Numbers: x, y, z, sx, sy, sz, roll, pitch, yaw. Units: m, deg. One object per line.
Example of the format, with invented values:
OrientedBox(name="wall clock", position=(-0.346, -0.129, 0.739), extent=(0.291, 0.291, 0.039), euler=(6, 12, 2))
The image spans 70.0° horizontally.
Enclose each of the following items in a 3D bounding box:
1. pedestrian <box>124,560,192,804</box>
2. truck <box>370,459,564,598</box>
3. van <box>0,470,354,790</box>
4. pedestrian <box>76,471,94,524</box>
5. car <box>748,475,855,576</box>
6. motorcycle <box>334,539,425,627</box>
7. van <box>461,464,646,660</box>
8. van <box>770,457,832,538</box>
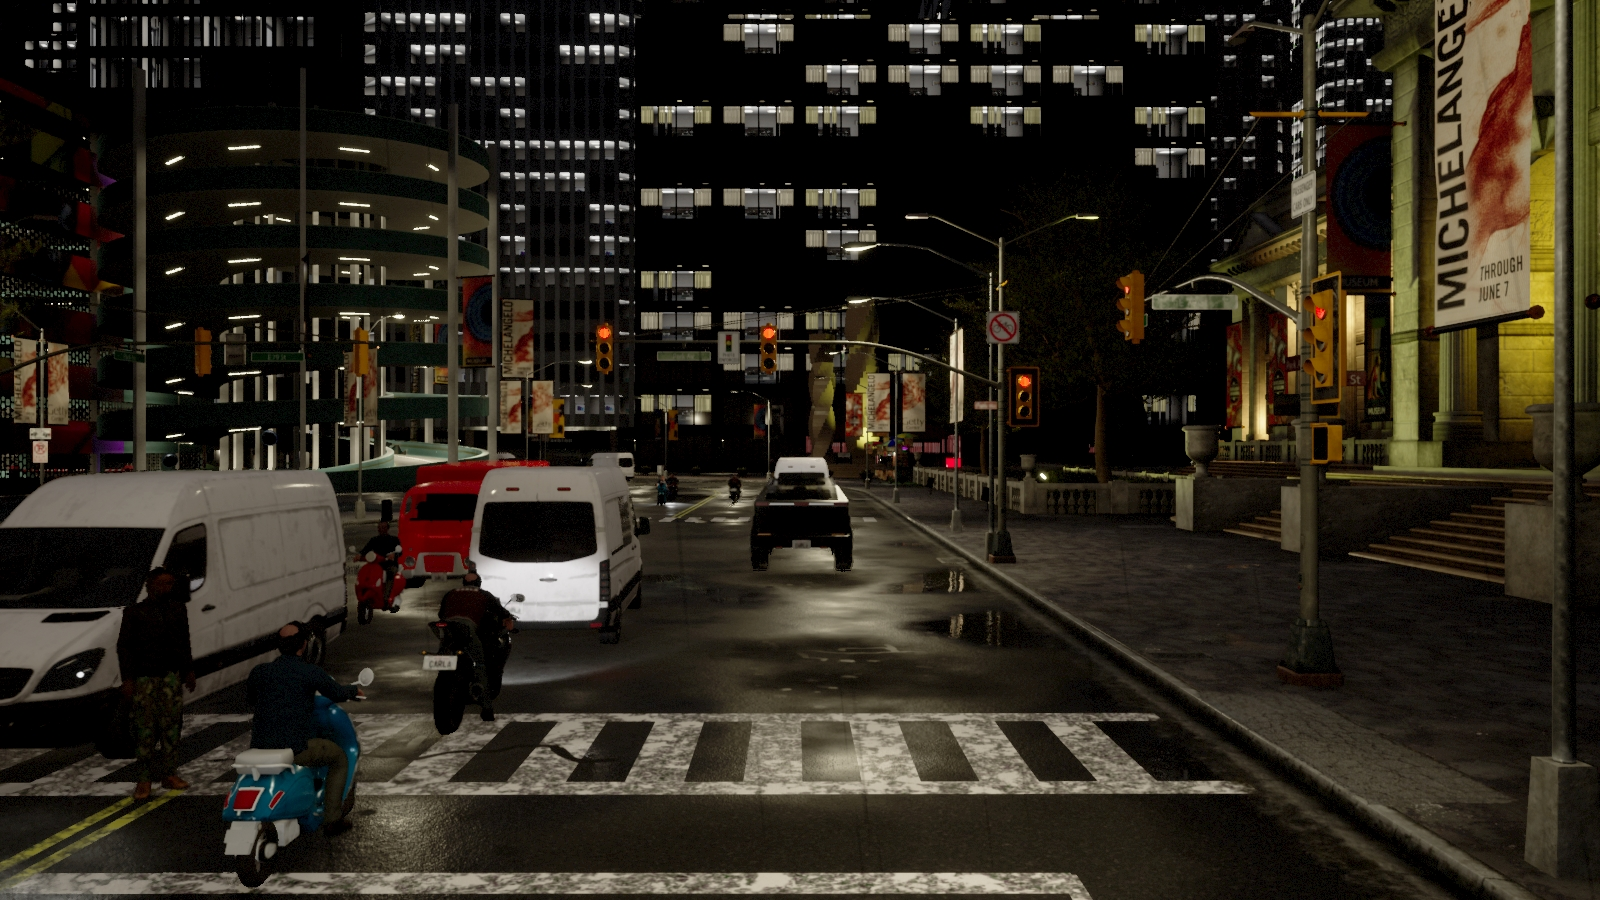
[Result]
OrientedBox(name="pedestrian", position=(-5.185, 1.848, 9.229), extent=(0.375, 1.860, 0.375), euler=(0, 0, 41))
OrientedBox(name="truck", position=(-6.965, 1.537, 24.667), extent=(2.627, 2.467, 5.204), euler=(0, 2, 0))
OrientedBox(name="van", position=(-6.993, 1.535, 12.409), extent=(1.988, 2.561, 5.915), euler=(0, 0, 0))
OrientedBox(name="pedestrian", position=(-25.516, 1.698, 40.774), extent=(0.375, 1.860, 0.375), euler=(0, 0, 20))
OrientedBox(name="car", position=(0.040, 1.753, 28.587), extent=(2.390, 2.098, 6.274), euler=(0, 0, 0))
OrientedBox(name="motorcycle", position=(-6.962, 2.182, 19.018), extent=(0.856, 1.236, 1.805), euler=(0, 0, 0))
OrientedBox(name="van", position=(-3.705, 1.534, 18.314), extent=(1.988, 2.561, 5.915), euler=(0, 0, -3))
OrientedBox(name="van", position=(0.044, 1.534, 39.403), extent=(1.988, 2.561, 5.915), euler=(0, 0, 0))
